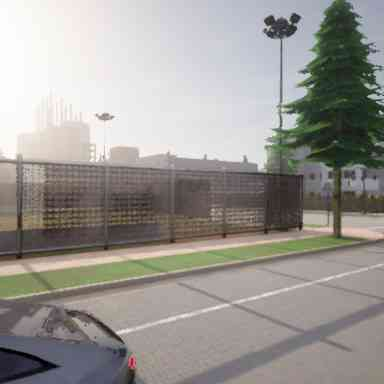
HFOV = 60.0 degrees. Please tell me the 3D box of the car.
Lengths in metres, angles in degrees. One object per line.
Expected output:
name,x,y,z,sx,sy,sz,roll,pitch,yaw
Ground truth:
car,-2.446,1.561,2.236,4.181,1.385,1.994,0,0,-35
